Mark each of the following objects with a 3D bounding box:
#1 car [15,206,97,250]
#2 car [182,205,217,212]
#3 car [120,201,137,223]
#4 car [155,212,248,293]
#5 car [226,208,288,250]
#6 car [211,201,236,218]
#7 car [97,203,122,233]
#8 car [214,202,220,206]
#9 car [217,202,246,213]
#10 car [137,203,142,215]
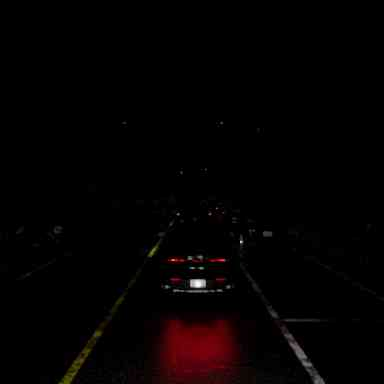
[{"bbox_3d":[-5.757,1.448,14.203,1.967,1.590,4.097,-1,0,0],"label":"car"},{"bbox_3d":[0.121,1.558,19.144,2.033,1.411,5.357,0,0,0],"label":"car"},{"bbox_3d":[-5.740,1.566,25.213,2.008,1.369,4.403,-1,0,0],"label":"car"},{"bbox_3d":[0.113,1.510,8.850,1.837,1.490,4.892,0,0,0],"label":"car"},{"bbox_3d":[2.770,1.573,14.191,1.947,1.339,4.313,-1,0,0],"label":"car"},{"bbox_3d":[2.792,1.564,30.707,1.887,1.381,4.507,-1,0,0],"label":"car"},{"bbox_3d":[-5.748,1.577,19.708,1.947,1.339,4.313,-1,0,0],"label":"car"},{"bbox_3d":[2.785,1.560,25.201,1.887,1.381,4.507,-1,0,0],"label":"car"},{"bbox_3d":[2.777,1.556,19.696,1.887,1.381,4.507,-1,0,0],"label":"car"},{"bbox_3d":[-5.733,1.564,30.719,1.887,1.381,4.507,-1,0,0],"label":"car"}]
